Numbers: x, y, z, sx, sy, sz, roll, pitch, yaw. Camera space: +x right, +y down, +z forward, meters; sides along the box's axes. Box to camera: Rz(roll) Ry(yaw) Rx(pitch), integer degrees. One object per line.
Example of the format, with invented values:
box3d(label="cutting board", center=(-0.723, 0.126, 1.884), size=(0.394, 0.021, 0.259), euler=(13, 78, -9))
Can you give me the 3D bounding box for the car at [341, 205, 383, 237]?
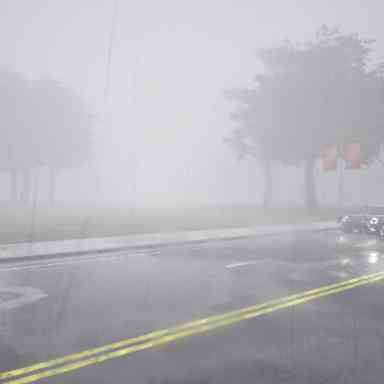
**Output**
box3d(label="car", center=(10.671, 1.541, 19.283), size=(4.553, 1.767, 2.097), euler=(1, 0, -35))
